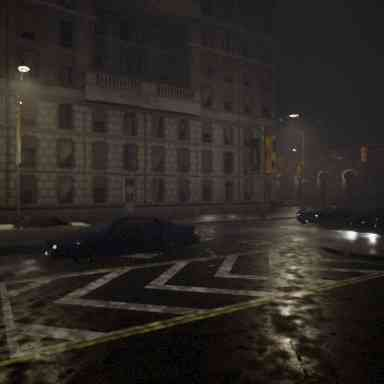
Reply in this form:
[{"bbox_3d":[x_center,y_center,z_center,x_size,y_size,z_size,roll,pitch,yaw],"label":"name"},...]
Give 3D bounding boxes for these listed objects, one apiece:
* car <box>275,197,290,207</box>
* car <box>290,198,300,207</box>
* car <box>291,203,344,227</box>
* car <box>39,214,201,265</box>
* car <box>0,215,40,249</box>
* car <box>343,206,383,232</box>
[{"bbox_3d":[11.722,1.548,50.589,2.033,1.411,5.357,0,0,-32],"label":"car"},{"bbox_3d":[14.865,1.526,52.170,1.812,1.442,4.674,0,0,-31],"label":"car"},{"bbox_3d":[9.424,1.600,22.998,4.718,1.301,1.895,0,0,-31],"label":"car"},{"bbox_3d":[-2.313,1.548,11.876,5.357,1.411,2.033,0,0,-31],"label":"car"},{"bbox_3d":[-6.520,1.601,13.433,4.718,1.301,1.895,0,0,-31],"label":"car"},{"bbox_3d":[11.537,1.565,20.184,4.181,1.385,1.994,0,0,-31],"label":"car"}]
